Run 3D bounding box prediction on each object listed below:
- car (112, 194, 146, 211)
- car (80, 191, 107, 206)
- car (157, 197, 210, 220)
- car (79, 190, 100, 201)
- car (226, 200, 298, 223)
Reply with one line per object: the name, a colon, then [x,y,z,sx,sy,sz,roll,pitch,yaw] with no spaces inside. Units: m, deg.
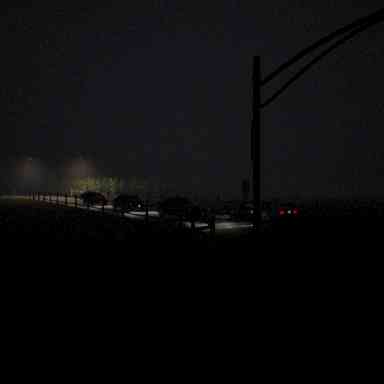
car: [-6.117,0.970,31.952,1.837,1.490,4.892,0,1,-35]
car: [-11.723,0.815,40.024,1.812,1.442,4.674,0,1,-35]
car: [-0.718,1.114,24.198,1.882,1.535,5.008,0,1,-35]
car: [-16.461,0.540,53.262,1.882,1.535,5.008,0,1,-35]
car: [4.671,1.273,22.935,2.033,1.411,5.357,0,1,-35]
